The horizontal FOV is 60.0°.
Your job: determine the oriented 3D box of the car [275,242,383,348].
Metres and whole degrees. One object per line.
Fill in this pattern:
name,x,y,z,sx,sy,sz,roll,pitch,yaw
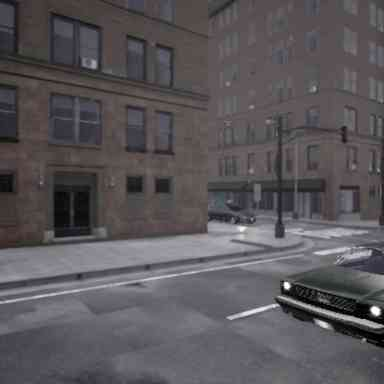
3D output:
car,3.750,1.682,6.232,4.718,1.301,1.895,1,0,-35

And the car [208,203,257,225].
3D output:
car,2.802,1.634,25.296,1.837,1.490,4.892,0,2,-35
